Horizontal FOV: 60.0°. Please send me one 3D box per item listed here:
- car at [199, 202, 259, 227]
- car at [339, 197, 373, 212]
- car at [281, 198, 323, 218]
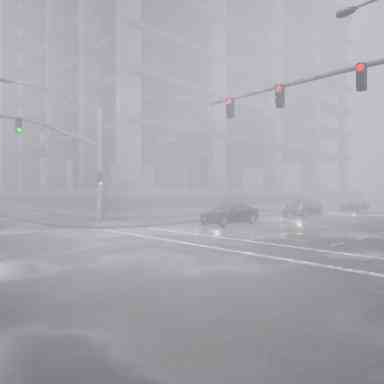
[{"bbox_3d":[2.628,1.478,23.104,5.008,1.535,1.882,0,0,-44],"label":"car"},{"bbox_3d":[18.948,1.600,38.712,4.718,1.301,1.895,0,0,-44],"label":"car"},{"bbox_3d":[10.019,1.352,30.175,4.553,1.767,2.097,0,0,-44],"label":"car"}]
